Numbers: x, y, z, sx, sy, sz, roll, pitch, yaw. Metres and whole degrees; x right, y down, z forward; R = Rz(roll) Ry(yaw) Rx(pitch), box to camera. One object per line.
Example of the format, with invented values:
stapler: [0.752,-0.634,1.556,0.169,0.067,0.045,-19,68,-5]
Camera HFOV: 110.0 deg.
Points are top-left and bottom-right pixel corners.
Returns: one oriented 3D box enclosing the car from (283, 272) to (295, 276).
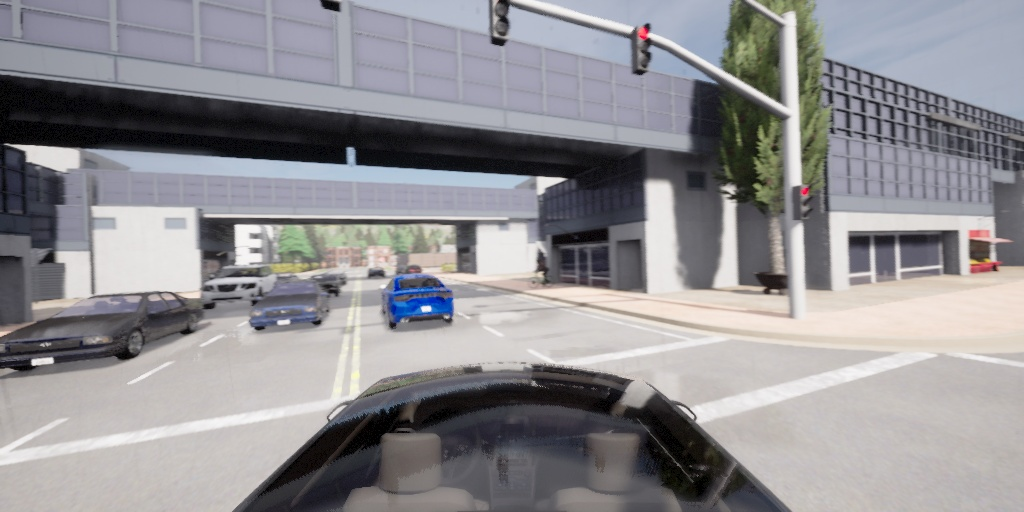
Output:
car: [-17.739,1.953,27.833,1.994,1.385,4.181,-2,0,-23]

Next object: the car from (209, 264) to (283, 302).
car: [-13.904,1.469,18.650,2.150,2.045,5.566,-2,0,-23]

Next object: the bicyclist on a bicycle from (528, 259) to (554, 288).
bicyclist on a bicycle: [1.645,1.013,20.312,1.656,1.620,0.582,-2,0,-23]

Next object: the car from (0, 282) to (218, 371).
car: [-9.946,1.649,9.259,2.033,1.411,5.357,-2,0,-23]

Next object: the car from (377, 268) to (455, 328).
car: [-3.346,1.353,12.227,1.882,1.535,5.008,-2,0,-23]

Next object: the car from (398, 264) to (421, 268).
car: [-10.844,1.665,38.999,1.837,1.490,4.892,-2,0,-23]

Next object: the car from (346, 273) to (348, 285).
car: [-15.286,1.908,31.030,1.895,1.301,4.718,-2,0,-23]

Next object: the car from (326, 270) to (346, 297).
car: [-11.377,1.764,21.697,1.895,1.301,4.718,-2,0,-23]

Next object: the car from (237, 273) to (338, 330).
car: [-7.666,1.574,12.863,2.033,1.411,5.357,-2,0,-23]

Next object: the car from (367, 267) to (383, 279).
car: [-15.984,1.943,42.211,1.895,1.301,4.718,-2,0,-23]
